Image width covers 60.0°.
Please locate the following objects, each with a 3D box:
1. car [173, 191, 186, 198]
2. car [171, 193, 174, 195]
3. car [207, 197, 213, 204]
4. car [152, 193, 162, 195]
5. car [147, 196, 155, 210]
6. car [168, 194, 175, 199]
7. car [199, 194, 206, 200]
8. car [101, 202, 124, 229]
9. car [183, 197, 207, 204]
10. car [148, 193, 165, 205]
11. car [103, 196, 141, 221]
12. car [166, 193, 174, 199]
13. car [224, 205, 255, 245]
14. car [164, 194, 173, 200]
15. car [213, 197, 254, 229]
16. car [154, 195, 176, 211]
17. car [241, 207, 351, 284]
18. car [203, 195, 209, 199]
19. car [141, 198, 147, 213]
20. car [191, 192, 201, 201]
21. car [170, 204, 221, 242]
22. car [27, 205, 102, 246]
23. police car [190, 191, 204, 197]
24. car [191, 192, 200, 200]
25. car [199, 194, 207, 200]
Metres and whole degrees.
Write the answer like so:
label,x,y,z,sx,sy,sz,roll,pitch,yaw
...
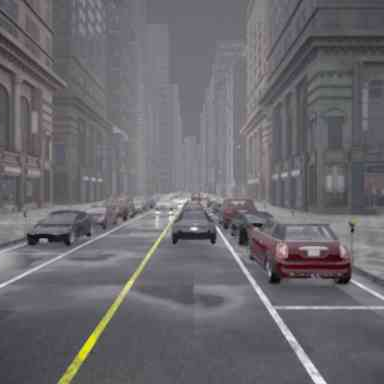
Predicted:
label,x,y,z,sx,sy,sz,roll,pitch,yaw
car,-2.994,0.810,79.370,1.882,1.535,5.008,0,0,0
car,-5.754,1.309,76.712,1.802,1.307,4.206,0,0,0
car,2.768,1.435,31.902,2.008,1.369,4.403,0,0,0
car,-5.755,1.265,48.703,1.967,1.590,4.097,0,0,0
car,-5.757,1.415,37.500,2.008,1.369,4.403,0,0,0
car,-5.752,1.214,93.517,1.887,1.381,4.507,0,0,0
car,2.773,1.233,87.923,1.887,1.381,4.507,0,0,0
car,-5.758,1.507,20.694,1.802,1.307,4.206,0,0,0
car,0.097,1.451,31.184,1.994,1.385,4.181,0,0,0
car,-5.754,1.120,54.304,2.192,1.841,5.009,0,0,0
car,-5.757,1.219,26.295,2.192,1.841,5.009,0,0,0
car,-5.752,1.129,87.915,1.967,1.590,4.097,0,0,0
car,2.767,1.510,15.096,1.947,1.339,4.313,0,0,0
car,-5.753,1.234,82.144,1.752,1.417,4.829,0,0,0
car,2.768,1.239,20.696,2.192,1.841,5.009,0,0,0
car,-3.092,1.388,37.905,1.812,1.442,4.674,0,0,0
car,2.767,1.405,9.493,1.967,1.590,4.097,0,0,0
car,2.769,1.389,43.106,1.887,1.381,4.507,0,0,0
car,-5.757,1.410,31.728,1.752,1.417,4.829,0,0,0
car,0.827,0.957,74.818,2.150,2.045,5.566,0,0,-1
car,0.095,1.505,15.912,1.994,1.385,4.181,0,0,0
car,-5.758,1.511,15.093,1.947,1.339,4.313,0,0,0
police car,0.905,1.193,64.907,1.930,1.638,5.238,0,0,0
car,0.907,0.938,80.827,2.150,2.045,5.566,0,0,0
car,2.772,1.232,82.491,1.752,1.417,4.829,0,0,0
